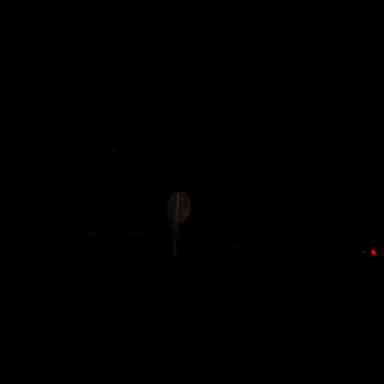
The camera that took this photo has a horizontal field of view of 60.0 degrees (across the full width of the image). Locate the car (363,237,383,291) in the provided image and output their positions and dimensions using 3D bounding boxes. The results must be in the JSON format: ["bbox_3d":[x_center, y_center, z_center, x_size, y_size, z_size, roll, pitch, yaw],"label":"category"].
[{"bbox_3d":[6.491,1.721,8.954,4.553,1.767,2.097,3,-1,-42],"label":"car"}]
